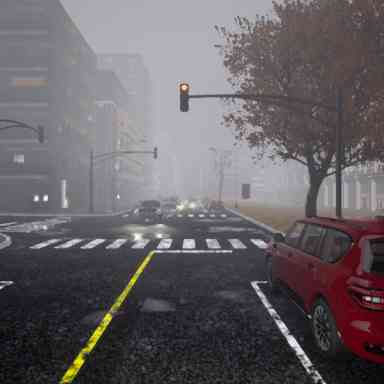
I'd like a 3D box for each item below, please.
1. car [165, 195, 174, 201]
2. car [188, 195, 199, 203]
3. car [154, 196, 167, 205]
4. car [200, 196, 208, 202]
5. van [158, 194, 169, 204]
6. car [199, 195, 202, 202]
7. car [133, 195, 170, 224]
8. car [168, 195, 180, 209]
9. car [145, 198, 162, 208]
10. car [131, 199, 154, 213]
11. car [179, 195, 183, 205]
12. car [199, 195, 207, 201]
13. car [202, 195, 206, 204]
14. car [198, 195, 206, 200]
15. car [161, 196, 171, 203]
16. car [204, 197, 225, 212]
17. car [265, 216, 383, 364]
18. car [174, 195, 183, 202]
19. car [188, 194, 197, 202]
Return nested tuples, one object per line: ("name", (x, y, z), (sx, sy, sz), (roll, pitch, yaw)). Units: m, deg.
("car", (-5.587, 1.501, 82.504), (1.967, 1.590, 4.097), (0, 0, 0))
("car", (0.184, 1.643, 69.261), (1.895, 1.301, 4.718), (0, 0, 0))
("car", (-5.614, 1.472, 60.373), (1.967, 1.590, 4.097), (0, 0, 0))
("car", (2.786, 1.578, 77.130), (1.752, 1.417, 4.829), (0, 0, 0))
("van", (-5.608, 1.379, 65.906), (1.690, 1.788, 3.998), (0, 0, 0))
("car", (2.773, 1.620, 65.894), (1.802, 1.307, 4.206), (0, 0, 0))
("car", (-3.069, 1.353, 24.978), (2.097, 1.767, 4.553), (0, 0, 0))
("car", (-3.046, 1.563, 45.197), (2.033, 1.411, 5.357), (0, 0, 0))
("car", (-5.628, 1.570, 49.308), (2.008, 1.369, 4.403), (0, 0, 0))
("car", (-5.642, 1.560, 38.242), (2.008, 1.369, 4.403), (0, 0, 0))
("car", (-3.019, 1.379, 55.647), (2.097, 1.767, 4.553), (0, 0, 0))
("car", (2.800, 1.615, 88.025), (1.887, 1.381, 4.507), (0, 0, 0))
("car", (2.752, 1.544, 49.467), (1.752, 1.417, 4.829), (0, 0, 0))
("car", (2.807, 1.631, 93.558), (2.008, 1.369, 4.403), (0, 0, 0))
("car", (-5.601, 1.627, 71.437), (1.802, 1.307, 4.206), (0, 0, 0))
("car", (2.738, 1.554, 38.231), (1.887, 1.381, 4.507), (0, 0, 0))
("car", (2.699, 1.315, 5.843), (2.192, 1.841, 5.009), (0, 0, 0))
("car", (-2.909, 1.405, 71.887), (1.882, 1.535, 5.008), (0, 0, 0))
("car", (0.100, 1.411, 79.328), (2.097, 1.767, 4.553), (0, 0, 0))
